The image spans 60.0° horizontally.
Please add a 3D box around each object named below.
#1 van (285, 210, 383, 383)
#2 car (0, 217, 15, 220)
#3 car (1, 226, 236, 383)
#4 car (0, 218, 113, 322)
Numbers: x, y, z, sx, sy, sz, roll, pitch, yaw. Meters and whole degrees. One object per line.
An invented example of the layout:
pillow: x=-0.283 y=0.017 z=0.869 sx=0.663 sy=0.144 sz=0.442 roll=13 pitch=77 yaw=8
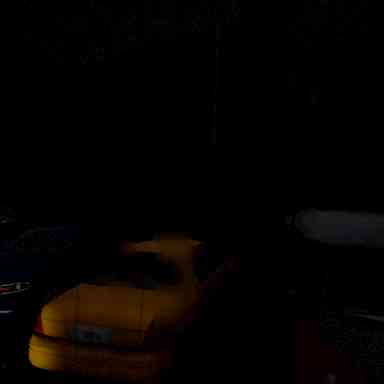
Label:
van: x=2.028 y=1.252 z=3.836 sx=1.878 sy=1.987 sz=4.442 roll=1 pitch=0 yaw=15
car: x=-5.350 y=1.415 z=9.147 sx=2.231 sy=1.521 sz=4.892 roll=0 pitch=0 yaw=15
car: x=-0.363 y=1.456 z=5.873 sx=1.946 sy=1.575 sz=5.366 roll=0 pitch=0 yaw=15
car: x=-2.863 y=1.436 z=7.436 sx=2.097 sy=1.535 sz=5.008 roll=1 pitch=0 yaw=15
